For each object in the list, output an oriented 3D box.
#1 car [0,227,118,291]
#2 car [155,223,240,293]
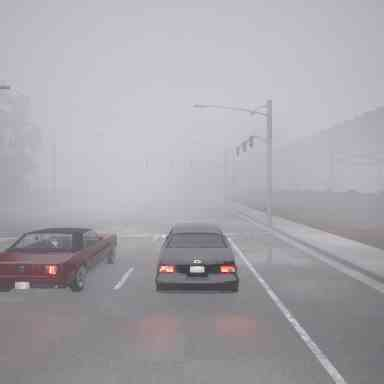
[{"bbox_3d":[-3.386,1.597,8.927,1.895,1.301,4.718,0,0,1],"label":"car"},{"bbox_3d":[0.104,1.547,8.977,2.033,1.411,5.357,0,0,0],"label":"car"}]
